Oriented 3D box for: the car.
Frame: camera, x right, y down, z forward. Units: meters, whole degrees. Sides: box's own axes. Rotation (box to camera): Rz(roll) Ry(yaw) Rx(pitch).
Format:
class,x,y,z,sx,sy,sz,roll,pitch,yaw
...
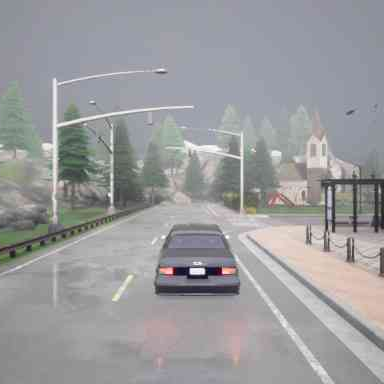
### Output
class,x,y,z,sx,sy,sz,roll,pitch,yaw
car,0.100,1.547,8.804,2.033,1.411,5.357,0,0,0
